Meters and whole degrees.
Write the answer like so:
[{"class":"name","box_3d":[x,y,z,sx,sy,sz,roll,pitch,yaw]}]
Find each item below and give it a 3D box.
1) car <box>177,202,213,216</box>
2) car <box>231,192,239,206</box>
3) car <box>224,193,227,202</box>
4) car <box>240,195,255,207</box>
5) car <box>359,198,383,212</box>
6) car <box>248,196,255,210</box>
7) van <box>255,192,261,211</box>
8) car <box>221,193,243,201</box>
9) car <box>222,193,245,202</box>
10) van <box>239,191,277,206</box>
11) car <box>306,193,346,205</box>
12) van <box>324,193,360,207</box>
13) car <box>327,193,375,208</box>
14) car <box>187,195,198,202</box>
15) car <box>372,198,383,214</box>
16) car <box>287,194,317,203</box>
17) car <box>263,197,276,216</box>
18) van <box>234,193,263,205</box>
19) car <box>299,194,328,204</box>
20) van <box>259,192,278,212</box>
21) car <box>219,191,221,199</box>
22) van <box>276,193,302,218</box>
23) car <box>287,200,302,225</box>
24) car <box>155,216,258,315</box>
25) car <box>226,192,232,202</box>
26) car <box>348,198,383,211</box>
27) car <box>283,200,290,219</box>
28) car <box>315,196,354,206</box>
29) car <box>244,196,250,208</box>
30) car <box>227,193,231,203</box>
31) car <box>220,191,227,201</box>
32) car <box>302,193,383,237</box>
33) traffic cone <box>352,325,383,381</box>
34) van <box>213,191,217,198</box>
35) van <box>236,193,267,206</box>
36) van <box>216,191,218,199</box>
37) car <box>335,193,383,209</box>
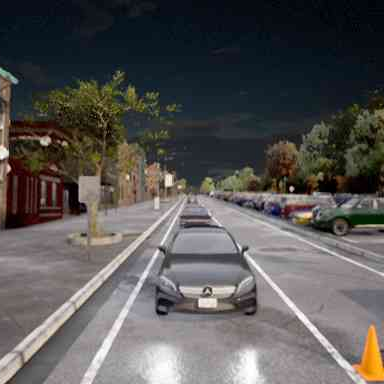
[{"class":"car","box_3d":[0.183,1.551,19.564,2.033,1.411,5.357,0,0,0]},{"class":"car","box_3d":[9.035,1.167,48.751,5.566,2.045,2.435,0,0,0]},{"class":"car","box_3d":[8.962,1.348,62.770,4.674,1.452,2.002,0,0,0]},{"class":"car","box_3d":[9.108,1.456,43.144,4.892,1.521,2.231,0,0,0]},{"class":"car","box_3d":[22.186,1.511,38.298,4.792,1.488,2.163,0,0,0]},{"class":"car","box_3d":[9.171,1.511,37.534,4.792,1.488,2.163,0,0,0]},{"class":"van","box_3d":[9.277,1.261,34.731,4.442,1.987,1.878,0,0,0]},{"class":"car","box_3d":[8.855,1.095,73.981,4.553,1.767,2.185,0,0,0]},{"class":"car","box_3d":[8.875,1.117,71.177,4.553,1.767,2.185,0,0,0]},{"class":"van","box_3d":[9.199,1.214,45.951,4.442,1.987,1.878,0,0,0]},{"class":"car","box_3d":[22.128,1.119,54.958,5.566,2.045,2.435,0,0,0]},{"class":"van","box_3d":[22.255,1.188,49.408,4.442,1.987,1.878,0,0,0]},{"class":"car","box_3d":[22.186,1.184,46.631,5.566,2.045,2.435,0,0,0]},{"class":"car","box_3d":[0.052,1.336,60.635,2.128,1.511,4.902,0,0,0]},{"class":"car","box_3d":[22.420,1.483,35.528,5.366,1.575,1.946,0,0,0]},{"class":"car","box_3d":[21.837,1.281,66.061,5.366,1.575,1.946,0,0,0]},{"class":"car","box_3d":[9.195,1.492,29.122,5.008,1.535,2.097,0,0,0]},{"class":"van","box_3d":[9.140,1.148,54.359,4.442,1.987,1.878,0,0,0]},{"class":"car","box_3d":[22.092,1.202,60.511,4.553,1.767,2.185,0,0,0]},{"class":"van","box_3d":[9.064,1.266,31.928,4.442,1.987,1.878,0,0,0]},{"class":"car","box_3d":[8.897,1.013,68.373,5.566,2.045,2.435,0,0,0]},{"class":"van","box_3d":[9.337,1.267,26.319,4.442,1.987,1.878,0,0,0]},{"class":"car","box_3d":[9.074,1.489,20.711,5.366,1.575,1.946,0,0,0]},{"class":"car","box_3d":[0.250,1.533,7.704,1.812,1.442,4.674,0,0,0]},{"class":"car","box_3d":[9.016,1.205,59.965,4.553,1.767,2.185,0,0,0]},{"class":"car","box_3d":[22.225,1.497,41.082,4.792,1.488,2.163,0,0,0]},{"class":"car","box_3d":[9.242,1.532,23.515,4.674,1.452,2.002,0,0,0]},{"class":"car","box_3d":[22.305,1.389,52.185,5.366,1.575,1.946,0,0,0]},{"class":"car","box_3d":[9.119,1.510,40.342,4.674,1.452,2.002,0,0,0]},{"class":"car","box_3d":[8.998,1.353,57.163,4.892,1.521,2.231,0,0,0]},{"class":"car","box_3d":[8.917,1.035,65.570,5.566,2.045,2.435,0,0,0]},{"class":"car","box_3d":[9.250,1.241,17.908,5.566,2.045,2.435,0,0,0]},{"class":"traffic cone","box_3d":[2.241,1.962,4.141,0.340,0.580,0.340,0,0,0]},{"class":"van","box_3d":[8.652,0.863,90.798,4.442,1.987,1.878,0,0,0]},{"class":"van","box_3d":[9.160,1.170,51.556,4.442,1.987,1.878,0,0,0]},{"class":"van","box_3d":[8.731,0.951,79.586,4.442,1.987,1.878,0,0,0]},{"class":"car","box_3d":[22.149,1.201,43.854,5.566,2.045,2.435,0,0,0]}]
